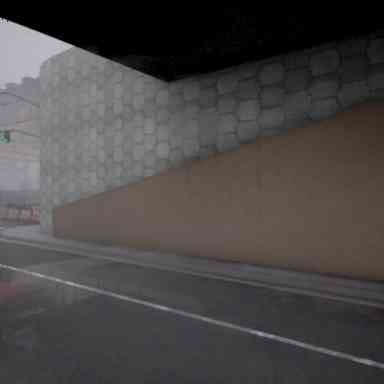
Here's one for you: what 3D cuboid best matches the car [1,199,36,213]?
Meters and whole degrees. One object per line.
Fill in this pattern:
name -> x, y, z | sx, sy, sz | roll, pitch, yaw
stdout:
car -> -17.377, 1.319, 33.562 | 1.853, 1.218, 4.536 | 0, 0, -9

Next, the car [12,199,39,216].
car -> -13.627, 1.316, 30.750 | 4.536, 1.218, 1.853 | 0, 0, 1

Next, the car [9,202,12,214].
car -> -13.679, 1.473, 30.750 | 4.974, 1.542, 2.038 | 0, 0, 1

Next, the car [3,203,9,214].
car -> -17.368, 1.477, 33.511 | 2.038, 1.542, 4.974 | 0, 0, -9
